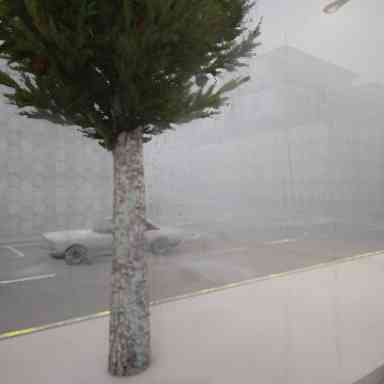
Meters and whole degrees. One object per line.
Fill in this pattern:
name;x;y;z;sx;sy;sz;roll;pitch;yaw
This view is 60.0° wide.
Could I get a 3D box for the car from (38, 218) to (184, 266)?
car;-2.719;1.586;11.608;4.718;1.301;1.895;0;0;-34
